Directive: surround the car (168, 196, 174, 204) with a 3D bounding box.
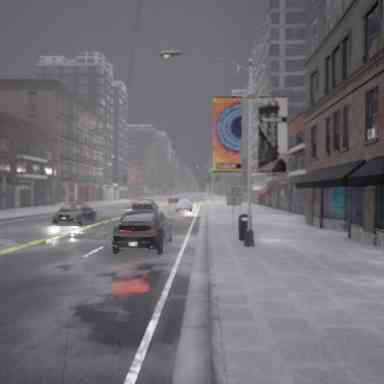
[{"bbox_3d":[-3.316,1.465,61.260,1.882,1.535,5.008,0,0,2],"label":"car"}]

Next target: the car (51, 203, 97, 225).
[{"bbox_3d":[-8.215,1.504,23.483,1.994,1.385,4.181,0,0,2],"label":"car"}]

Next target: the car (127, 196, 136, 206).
[{"bbox_3d":[-7.307,1.311,44.577,2.097,1.767,4.553,0,0,2],"label":"car"}]

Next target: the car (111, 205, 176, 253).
[{"bbox_3d":[-1.888,1.497,13.602,1.837,1.490,4.892,0,0,2],"label":"car"}]

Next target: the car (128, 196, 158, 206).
[{"bbox_3d":[-4.437,1.453,32.007,1.882,1.535,5.008,0,0,2],"label":"car"}]

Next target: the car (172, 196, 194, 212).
[{"bbox_3d":[-0.894,1.533,39.322,1.812,1.442,4.674,1,0,2],"label":"car"}]
